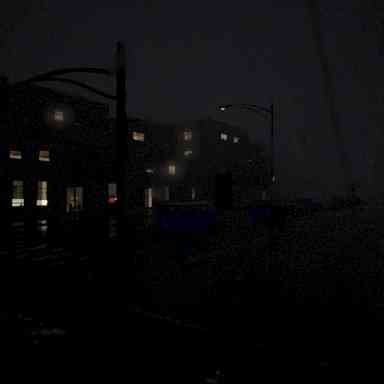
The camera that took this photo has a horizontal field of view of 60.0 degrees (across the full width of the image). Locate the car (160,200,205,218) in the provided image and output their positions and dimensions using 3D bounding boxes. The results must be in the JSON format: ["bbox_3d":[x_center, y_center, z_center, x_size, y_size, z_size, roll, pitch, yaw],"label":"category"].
[{"bbox_3d":[-0.805,1.558,31.412,1.752,1.417,4.829,0,0,35],"label":"car"}]

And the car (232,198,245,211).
[{"bbox_3d":[5.624,1.506,40.601,1.967,1.590,4.097,0,0,35],"label":"car"}]

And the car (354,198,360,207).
[{"bbox_3d":[25.142,1.516,53.880,2.192,1.841,5.009,0,0,35],"label":"car"}]

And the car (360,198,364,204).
[{"bbox_3d":[28.404,1.748,58.543,1.752,1.417,4.829,0,0,35],"label":"car"}]

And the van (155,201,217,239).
[{"bbox_3d":[-0.181,1.407,17.684,1.690,1.788,3.998,0,0,35],"label":"van"}]

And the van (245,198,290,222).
[{"bbox_3d":[6.149,1.436,26.733,1.690,1.788,3.998,0,0,35],"label":"van"}]

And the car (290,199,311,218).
[{"bbox_3d":[9.313,1.655,31.256,1.887,1.381,4.507,0,0,35],"label":"car"}]

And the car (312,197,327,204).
[{"bbox_3d":[27.682,1.728,72.131,1.752,1.417,4.829,0,0,35],"label":"car"}]

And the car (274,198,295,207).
[{"bbox_3d":[15.119,1.665,54.173,1.887,1.381,4.507,0,0,35],"label":"car"}]

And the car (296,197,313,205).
[{"bbox_3d":[21.450,1.705,63.222,1.887,1.381,4.507,0,0,35],"label":"car"}]

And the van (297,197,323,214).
[{"bbox_3d":[12.480,1.469,35.781,1.690,1.788,3.998,0,0,35],"label":"van"}]

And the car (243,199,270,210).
[{"bbox_3d":[8.788,1.629,45.125,1.887,1.381,4.507,0,0,35],"label":"car"}]

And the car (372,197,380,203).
[{"bbox_3d":[44.133,1.899,81.026,1.947,1.339,4.313,0,0,35],"label":"car"}]

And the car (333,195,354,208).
[{"bbox_3d":[21.977,1.497,49.355,2.192,1.841,5.009,0,0,35],"label":"car"}]

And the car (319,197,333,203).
[{"bbox_3d":[30.945,1.792,76.795,1.947,1.339,4.313,0,0,35],"label":"car"}]

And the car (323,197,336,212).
[{"bbox_3d":[15.742,1.671,40.446,1.752,1.417,4.829,0,0,35],"label":"car"}]

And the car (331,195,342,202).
[{"bbox_3d":[37.276,1.712,85.844,1.967,1.590,4.097,0,0,35],"label":"car"}]

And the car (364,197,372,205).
[{"bbox_3d":[34.637,1.810,67.452,1.887,1.381,4.507,0,0,35],"label":"car"}]

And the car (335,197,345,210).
[{"bbox_3d":[18.809,1.729,44.830,1.947,1.339,4.313,0,0,35],"label":"car"}]
